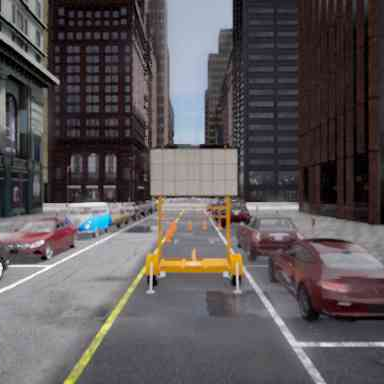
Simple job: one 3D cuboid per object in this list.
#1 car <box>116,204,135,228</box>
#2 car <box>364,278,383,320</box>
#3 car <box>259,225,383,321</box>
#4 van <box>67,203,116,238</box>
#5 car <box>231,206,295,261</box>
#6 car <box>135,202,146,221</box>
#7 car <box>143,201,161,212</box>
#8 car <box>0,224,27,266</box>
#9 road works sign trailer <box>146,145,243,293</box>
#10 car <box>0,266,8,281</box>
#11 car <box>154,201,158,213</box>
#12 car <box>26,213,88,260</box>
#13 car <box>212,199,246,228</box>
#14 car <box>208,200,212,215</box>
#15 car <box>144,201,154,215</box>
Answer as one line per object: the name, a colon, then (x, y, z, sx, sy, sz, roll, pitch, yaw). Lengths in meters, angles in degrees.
car: (-5.630, 1.731, 23.890, 1.752, 1.417, 4.829, 0, 0, 0)
car: (2.779, 1.590, 1.476, 1.802, 1.307, 4.206, 0, 0, 0)
car: (2.808, 1.636, 7.113, 1.802, 1.307, 4.206, 0, 0, 0)
van: (-5.660, 1.501, 18.426, 1.690, 1.788, 3.998, 0, 0, 0)
car: (2.837, 1.540, 12.749, 1.967, 1.590, 4.097, 0, 0, 0)
car: (-5.600, 1.838, 29.697, 1.802, 1.307, 4.206, 0, 0, 0)
car: (-5.513, 1.956, 46.606, 2.008, 1.369, 4.403, 0, -1, 0)
car: (-5.717, 1.618, 7.151, 2.008, 1.369, 4.403, 0, 0, 0)
road works sign trailer: (0.057, 0.538, 9.025, 2.380, 3.560, 2.880, 0, 0, 0)
car: (-2.982, 1.562, 1.145, 2.033, 1.411, 5.357, 0, 0, 0)
car: (-5.542, 1.921, 40.969, 1.947, 1.339, 4.313, 0, -1, 0)
car: (-5.687, 1.695, 12.788, 1.802, 1.307, 4.206, 0, 0, 0)
car: (2.894, 1.509, 24.021, 2.192, 1.841, 5.009, 0, 0, 0)
car: (2.923, 1.558, 29.657, 2.192, 1.841, 5.009, 0, -1, 0)
car: (-5.571, 1.871, 35.333, 1.947, 1.339, 4.313, 0, -1, 0)
